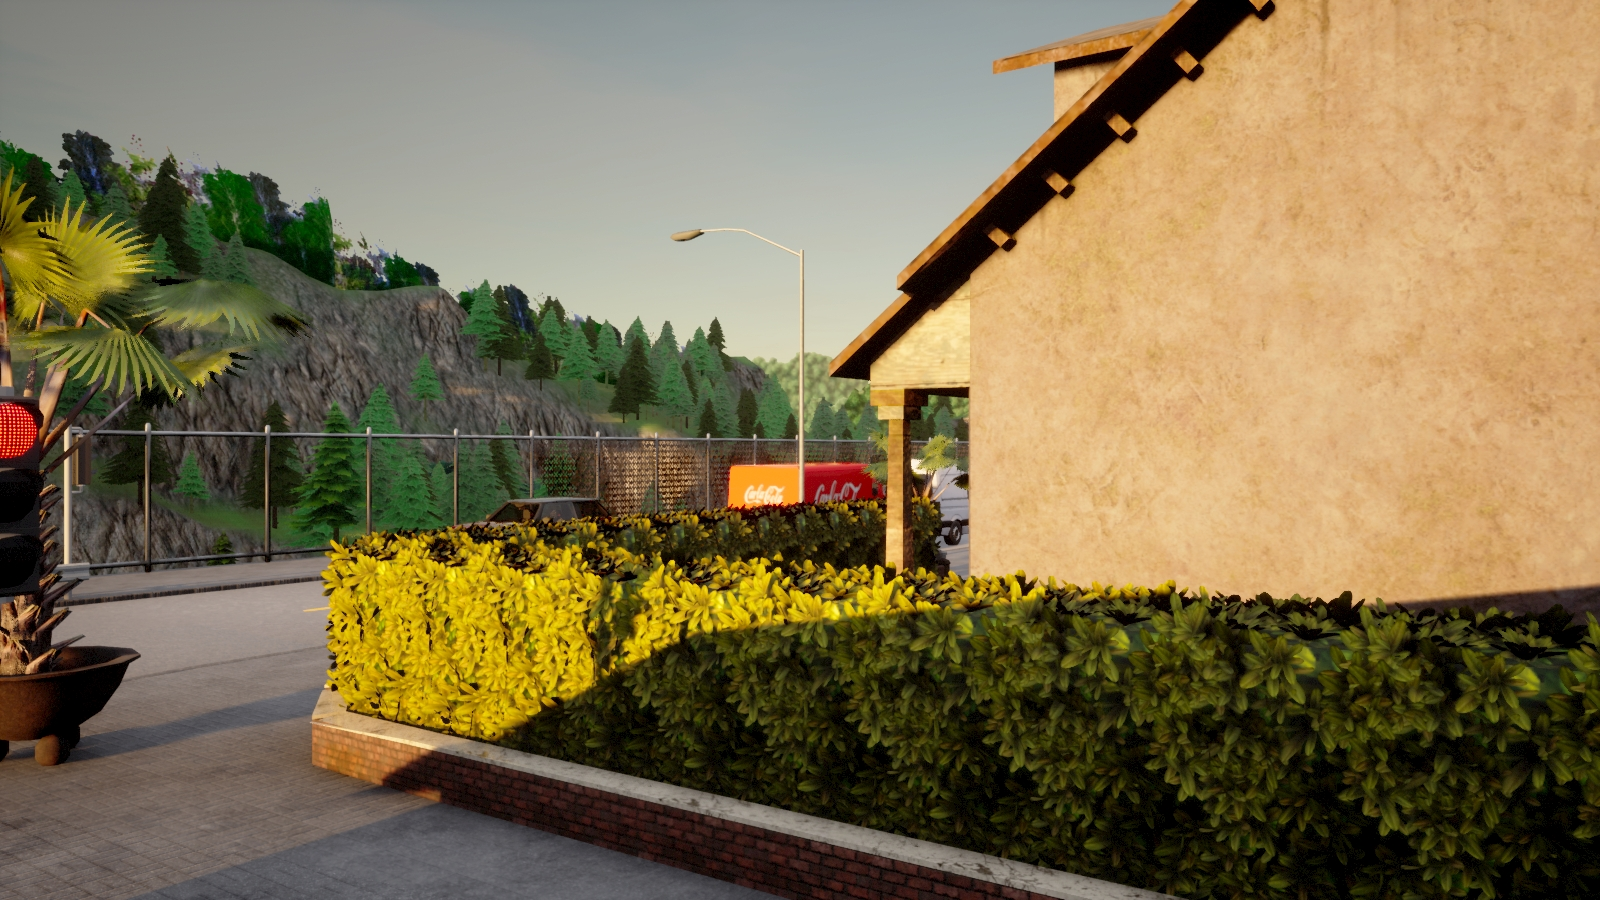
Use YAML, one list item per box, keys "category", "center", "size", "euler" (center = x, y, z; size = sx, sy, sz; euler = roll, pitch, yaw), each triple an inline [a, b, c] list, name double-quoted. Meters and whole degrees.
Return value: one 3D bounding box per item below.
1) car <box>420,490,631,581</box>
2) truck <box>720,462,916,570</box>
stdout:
- category: "car"
  center: [-6.312, 1.906, 26.765]
  size: [2.097, 1.767, 4.553]
  euler: [0, 0, 35]
- category: "truck"
  center: [0.584, 1.568, 29.600]
  size: [2.627, 2.467, 5.204]
  euler: [0, 0, 35]
